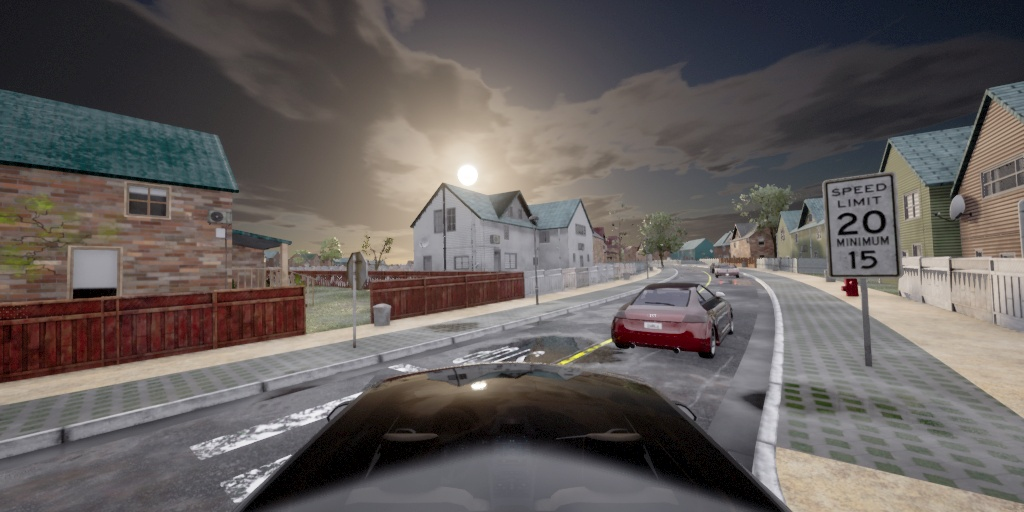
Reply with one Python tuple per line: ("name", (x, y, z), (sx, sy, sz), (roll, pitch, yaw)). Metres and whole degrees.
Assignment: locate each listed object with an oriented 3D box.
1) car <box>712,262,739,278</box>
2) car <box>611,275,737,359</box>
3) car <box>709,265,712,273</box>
("car", (20.481, 1.394, 34.268), (1.895, 1.301, 4.718), (-3, -1, 29))
("car", (3.951, 1.322, 8.566), (1.994, 1.385, 4.181), (-3, -2, 37))
("car", (25.153, 1.431, 43.509), (1.895, 1.301, 4.718), (-2, -1, 25))
